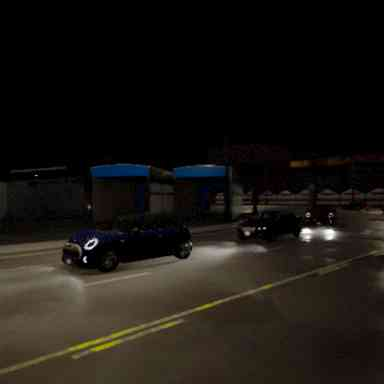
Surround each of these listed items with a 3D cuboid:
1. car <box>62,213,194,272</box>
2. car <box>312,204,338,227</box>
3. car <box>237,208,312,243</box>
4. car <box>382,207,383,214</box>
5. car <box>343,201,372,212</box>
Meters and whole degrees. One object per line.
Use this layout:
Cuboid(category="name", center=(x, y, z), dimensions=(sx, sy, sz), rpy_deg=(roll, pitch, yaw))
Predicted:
Cuboid(category="car", center=(-2.135, 1.585, 11.823), dimensions=(4.553, 1.767, 2.097), rpy_deg=(0, -1, -41))
Cuboid(category="car", center=(10.257, 1.729, 26.205), dimensions=(2.097, 1.767, 4.553), rpy_deg=(-1, -1, 28))
Cuboid(category="car", center=(4.369, 1.779, 18.152), dimensions=(2.128, 1.511, 4.902), rpy_deg=(-1, -1, 42))
Cuboid(category="car", center=(25.576, 2.076, 41.594), dimensions=(1.994, 1.385, 4.181), rpy_deg=(-1, -1, 5))
Cuboid(category="car", center=(25.178, 2.154, 50.941), dimensions=(1.882, 1.535, 5.008), rpy_deg=(0, -1, -10))
